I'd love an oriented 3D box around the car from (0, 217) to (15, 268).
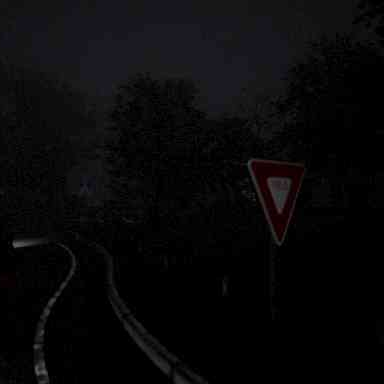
[{"bbox_3d":[-7.021,1.529,10.928,1.837,1.490,4.892,1,0,-27],"label":"car"}]
